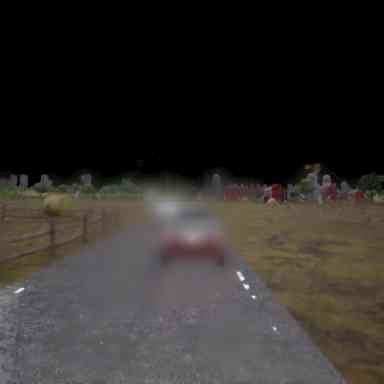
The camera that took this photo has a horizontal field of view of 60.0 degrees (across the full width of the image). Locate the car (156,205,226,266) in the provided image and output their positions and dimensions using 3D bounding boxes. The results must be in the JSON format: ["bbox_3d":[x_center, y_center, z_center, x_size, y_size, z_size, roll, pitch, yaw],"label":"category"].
[{"bbox_3d":[0.044,1.526,12.368,2.097,1.767,4.553,0,-1,0],"label":"car"}]

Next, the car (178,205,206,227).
[{"bbox_3d":[0.041,1.890,27.410,2.128,1.511,4.902,0,-1,0],"label":"car"}]

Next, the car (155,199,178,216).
[{"bbox_3d":[-2.789,1.775,37.383,2.150,2.045,5.566,0,-1,0],"label":"car"}]
